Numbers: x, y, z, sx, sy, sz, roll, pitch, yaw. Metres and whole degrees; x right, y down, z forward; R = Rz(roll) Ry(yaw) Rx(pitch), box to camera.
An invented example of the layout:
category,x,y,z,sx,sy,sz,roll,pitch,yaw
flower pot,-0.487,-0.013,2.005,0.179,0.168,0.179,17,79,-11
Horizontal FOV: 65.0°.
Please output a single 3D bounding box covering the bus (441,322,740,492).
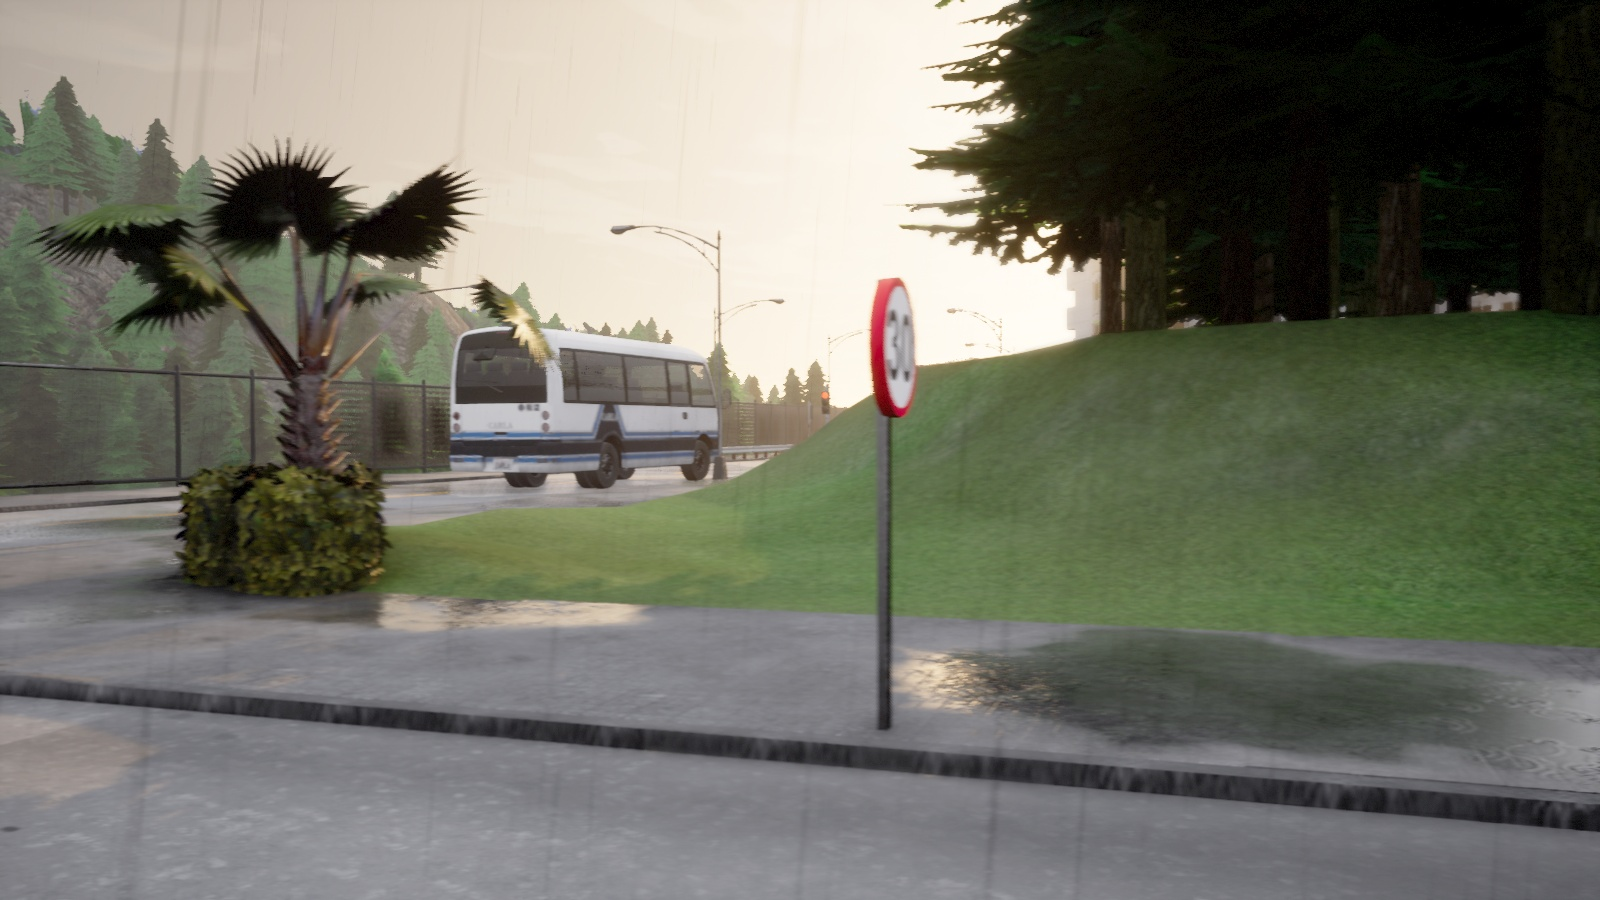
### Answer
category,x,y,z,sx,sy,sz,roll,pitch,yaw
bus,-5.659,-1.161,36.808,3.944,4.253,10.273,1,1,21
